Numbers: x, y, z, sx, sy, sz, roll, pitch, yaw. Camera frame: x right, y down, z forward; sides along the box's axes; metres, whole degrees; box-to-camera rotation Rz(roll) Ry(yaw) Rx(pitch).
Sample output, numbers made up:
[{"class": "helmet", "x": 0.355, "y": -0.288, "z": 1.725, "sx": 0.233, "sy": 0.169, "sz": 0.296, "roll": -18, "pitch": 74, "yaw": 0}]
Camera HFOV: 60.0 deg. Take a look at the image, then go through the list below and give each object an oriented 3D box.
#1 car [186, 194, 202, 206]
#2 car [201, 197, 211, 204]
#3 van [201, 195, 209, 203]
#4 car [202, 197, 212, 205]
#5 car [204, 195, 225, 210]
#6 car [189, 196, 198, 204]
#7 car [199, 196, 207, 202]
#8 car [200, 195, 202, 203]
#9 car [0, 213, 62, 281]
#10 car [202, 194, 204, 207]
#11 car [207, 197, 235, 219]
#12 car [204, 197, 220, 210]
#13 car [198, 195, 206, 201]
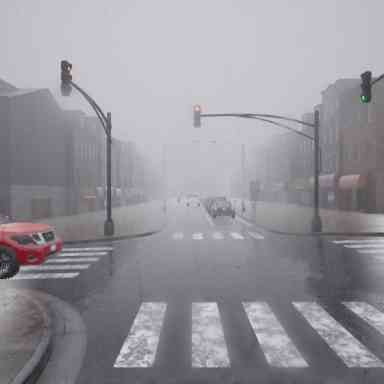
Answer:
[{"class": "car", "x": 0.215, "y": 1.318, "z": 55.912, "sx": 2.150, "sy": 2.045, "sz": 5.566, "roll": 0, "pitch": -1, "yaw": 0}, {"class": "car", "x": 2.765, "y": 1.668, "z": 67.636, "sx": 1.752, "sy": 1.417, "sz": 4.829, "roll": -1, "pitch": 0, "yaw": 0}, {"class": "van", "x": 2.773, "y": 1.504, "z": 72.870, "sx": 1.690, "sy": 1.788, "sz": 3.998, "roll": -1, "pitch": 0, "yaw": 0}, {"class": "car", "x": 2.754, "y": 1.647, "z": 62.234, "sx": 1.752, "sy": 1.417, "sz": 4.829, "roll": -1, "pitch": 0, "yaw": 0}, {"class": "car", "x": 2.698, "y": 1.356, "z": 35.053, "sx": 2.192, "sy": 1.841, "sz": 5.009, "roll": -1, "pitch": 0, "yaw": 0}, {"class": "car", "x": 0.239, "y": 1.654, "z": 69.618, "sx": 1.837, "sy": 1.490, "sz": 4.892, "roll": 0, "pitch": 0, "yaw": 0}, {"class": "car", "x": 2.797, "y": 1.792, "z": 83.673, "sx": 1.802, "sy": 1.307, "sz": 4.206, "roll": -1, "pitch": 0, "yaw": 0}, {"class": "car", "x": 2.731, "y": 1.525, "z": 51.260, "sx": 1.967, "sy": 1.590, "sz": 4.097, "roll": -1, "pitch": 0, "yaw": 0}, {"class": "car", "x": -6.880, "y": 1.381, "z": 9.845, "sx": 5.566, "sy": 2.045, "sz": 2.150, "roll": -2, "pitch": 0, "yaw": 0}, {"class": "car", "x": 2.709, "y": 1.369, "z": 40.456, "sx": 2.192, "sy": 1.841, "sz": 5.009, "roll": -1, "pitch": 0, "yaw": 0}, {"class": "car", "x": 2.688, "y": 1.470, "z": 29.651, "sx": 1.967, "sy": 1.590, "sz": 4.097, "roll": -1, "pitch": 0, "yaw": 0}, {"class": "car", "x": 2.721, "y": 1.509, "z": 45.857, "sx": 1.967, "sy": 1.590, "sz": 4.097, "roll": -1, "pitch": 0, "yaw": 0}, {"class": "car", "x": 2.817, "y": 1.702, "z": 94.479, "sx": 1.967, "sy": 1.590, "sz": 4.097, "roll": -1, "pitch": 0, "yaw": 0}]
